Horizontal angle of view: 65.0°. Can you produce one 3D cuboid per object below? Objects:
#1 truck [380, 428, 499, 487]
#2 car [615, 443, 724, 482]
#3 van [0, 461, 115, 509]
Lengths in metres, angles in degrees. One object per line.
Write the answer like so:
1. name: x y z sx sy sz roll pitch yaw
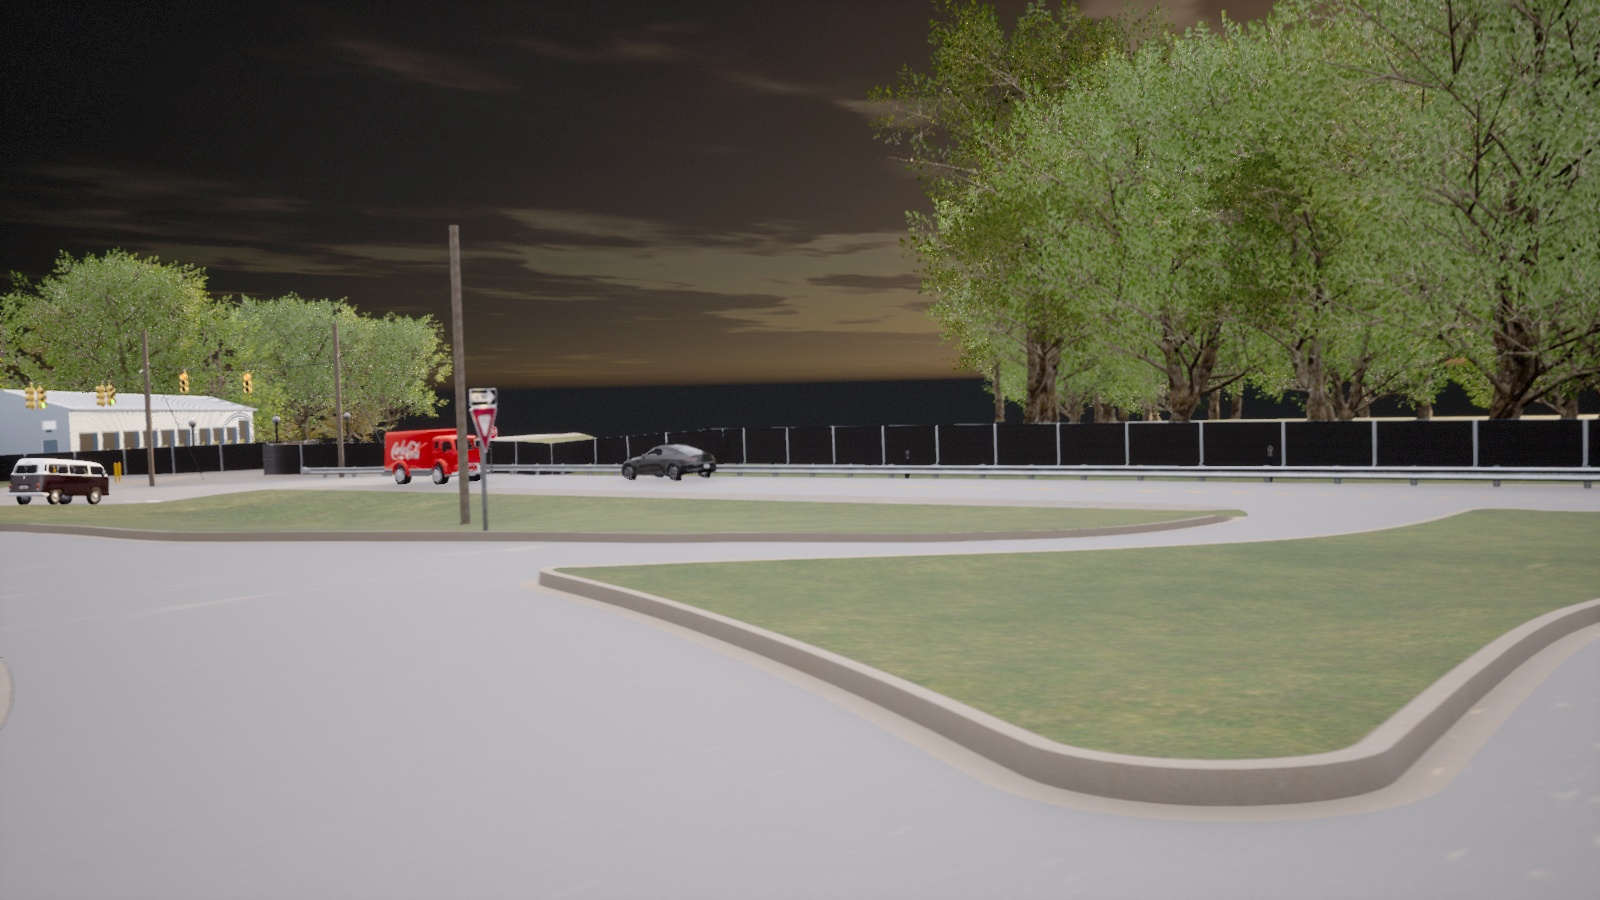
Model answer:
1. truck: -16.541 0.348 57.478 5.204 2.467 2.627 -1 3 40
2. car: -5.448 0.507 52.081 4.674 1.442 1.812 -1 3 43
3. van: -33.223 1.587 56.338 2.069 2.038 4.480 -1 -3 9
